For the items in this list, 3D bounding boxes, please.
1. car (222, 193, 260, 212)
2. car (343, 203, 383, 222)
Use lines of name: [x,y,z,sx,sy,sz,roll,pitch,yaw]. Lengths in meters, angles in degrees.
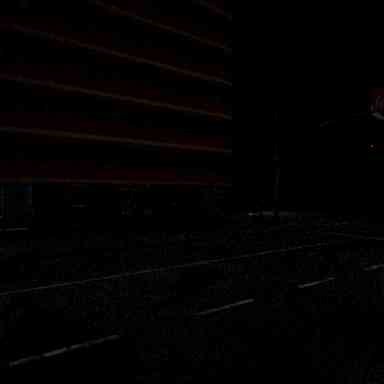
car: [5.549,1.215,38.927,2.150,2.045,5.566,0,1,-37]
car: [14.434,1.565,26.701,1.994,1.385,4.181,0,0,-36]
